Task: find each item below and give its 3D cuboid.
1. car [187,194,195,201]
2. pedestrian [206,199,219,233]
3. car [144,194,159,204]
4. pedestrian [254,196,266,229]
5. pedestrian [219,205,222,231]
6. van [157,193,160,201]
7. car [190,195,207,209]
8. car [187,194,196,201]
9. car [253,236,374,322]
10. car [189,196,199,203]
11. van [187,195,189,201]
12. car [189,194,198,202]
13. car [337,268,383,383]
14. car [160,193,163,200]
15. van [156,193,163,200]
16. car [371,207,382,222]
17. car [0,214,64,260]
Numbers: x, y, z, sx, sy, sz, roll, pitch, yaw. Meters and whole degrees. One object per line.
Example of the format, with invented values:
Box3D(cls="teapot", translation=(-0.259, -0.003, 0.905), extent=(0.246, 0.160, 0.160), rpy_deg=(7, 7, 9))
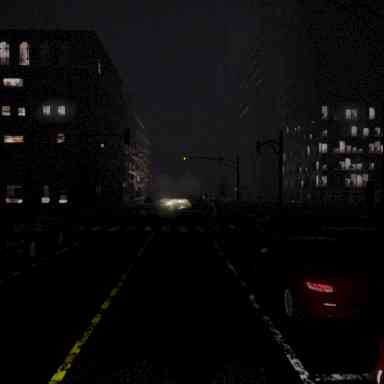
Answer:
Box3D(cls="car", translation=(-0.248, 1.341, 84.533), extent=(1.967, 1.590, 4.097), rpy_deg=(-1, 0, -2))
Box3D(cls="pedestrian", translation=(1.113, 1.287, 18.166), extent=(0.375, 1.860, 0.375), rpy_deg=(-1, 1, -2))
Box3D(cls="car", translation=(-7.815, 1.510, 61.643), extent=(1.947, 1.339, 4.313), rpy_deg=(-1, 0, -2))
Box3D(cls="pedestrian", translation=(3.837, 1.126, 18.858), extent=(0.375, 1.860, 0.375), rpy_deg=(-1, 1, -2))
Box3D(cls="pedestrian", translation=(1.480, 1.287, 19.380), extent=(0.375, 1.860, 0.375), rpy_deg=(-1, 1, -2))
Box3D(cls="van", translation=(-8.013, 1.276, 67.285), extent=(1.690, 1.788, 3.998), rpy_deg=(-1, 0, -2))
Box3D(cls="car", translation=(1.110, 1.513, 45.036), extent=(1.887, 1.381, 4.507), rpy_deg=(-1, 0, -2))
Box3D(cls="car", translation=(-0.059, 1.353, 78.890), extent=(1.967, 1.590, 4.097), rpy_deg=(-1, 0, -2))
Box3D(cls="car", translation=(2.456, 1.579, 6.996), extent=(1.802, 1.307, 4.206), rpy_deg=(-1, 0, -2))
Box3D(cls="car", translation=(0.331, 1.479, 67.606), extent=(1.887, 1.381, 4.507), rpy_deg=(-1, 0, -2))
Box3D(cls="van", translation=(0.524, 1.285, 61.963), extent=(1.690, 1.788, 3.998), rpy_deg=(-1, 0, -2))
Box3D(cls="car", translation=(0.914, 1.401, 50.678), extent=(1.967, 1.590, 4.097), rpy_deg=(-1, 0, -2))
Box3D(cls="car", translation=(2.648, 1.544, 1.418), extent=(1.887, 1.381, 4.507), rpy_deg=(-1, 0, -2))
Box3D(cls="car", translation=(-8.399, 1.458, 78.570), extent=(1.887, 1.381, 4.507), rpy_deg=(-1, 0, -2))
Box3D(cls="van", translation=(-8.791, 1.229, 89.857), extent=(1.690, 1.788, 3.998), rpy_deg=(-1, 0, -2))
Box3D(cls="car", translation=(15.873, 1.690, 25.220), extent=(4.403, 1.369, 2.008), rpy_deg=(0, 1, -1))
Box3D(cls="car", translation=(-6.111, 1.546, 12.248), extent=(2.008, 1.369, 4.403), rpy_deg=(-1, 0, -2))
